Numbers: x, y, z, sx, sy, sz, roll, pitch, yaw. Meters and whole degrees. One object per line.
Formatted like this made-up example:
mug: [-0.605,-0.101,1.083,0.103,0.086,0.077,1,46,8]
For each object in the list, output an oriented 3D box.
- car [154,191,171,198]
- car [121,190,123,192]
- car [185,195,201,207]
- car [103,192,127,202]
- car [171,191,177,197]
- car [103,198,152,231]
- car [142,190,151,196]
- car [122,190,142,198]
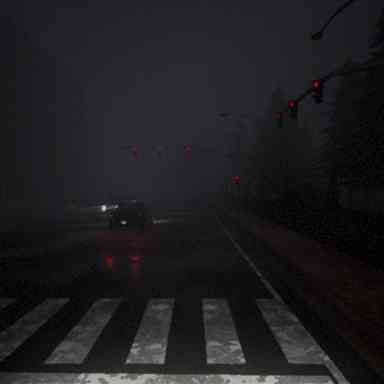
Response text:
car: [-6.981,0.552,74.565,1.837,1.490,4.892,0,1,-26]
car: [-14.565,0.237,74.170,1.882,1.535,5.008,0,1,-26]
car: [0.089,1.040,41.133,1.994,1.385,4.181,0,1,0]
car: [-10.589,1.028,45.013,1.895,1.301,4.718,0,1,0]
car: [-5.316,0.495,79.109,1.837,1.490,4.892,0,1,-30]
car: [-3.409,1.300,18.897,1.812,1.442,4.674,0,1,0]
car: [-12.285,0.317,83.384,2.128,1.511,4.902,-1,1,-41]
car: [-10.729,0.791,59.522,2.033,1.411,5.357,0,1,-2]
